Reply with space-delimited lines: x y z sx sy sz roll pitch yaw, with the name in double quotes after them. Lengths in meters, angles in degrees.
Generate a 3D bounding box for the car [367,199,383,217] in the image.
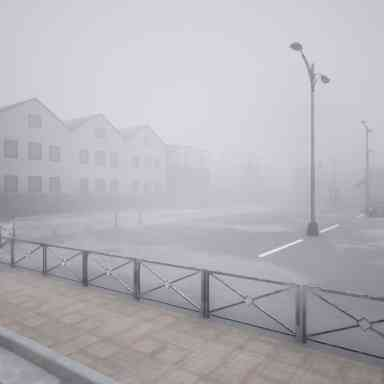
15.407 1.298 26.815 2.007 1.523 4.514 0 0 35 "car"
